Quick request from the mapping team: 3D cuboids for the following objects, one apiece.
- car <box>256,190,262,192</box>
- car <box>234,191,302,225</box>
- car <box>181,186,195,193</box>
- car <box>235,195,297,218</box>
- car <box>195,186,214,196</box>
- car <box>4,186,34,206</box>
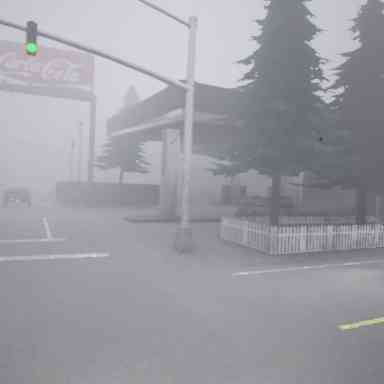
[{"bbox_3d":[18.151,0.235,91.242,1.970,1.475,3.806,2,1,-26],"label":"car"},{"bbox_3d":[4.697,1.142,20.735,3.866,1.878,1.905,2,1,-26],"label":"car"},{"bbox_3d":[-1.598,-0.864,89.665,1.905,1.878,3.866,2,1,-26],"label":"car"},{"bbox_3d":[6.154,1.218,27.719,4.611,1.667,2.242,2,1,-26],"label":"car"},{"bbox_3d":[3.072,-0.058,71.857,2.007,1.523,4.514,2,1,-26],"label":"car"},{"bbox_3d":[-13.722,0.262,26.365,1.837,1.490,4.892,3,2,-26],"label":"car"}]
